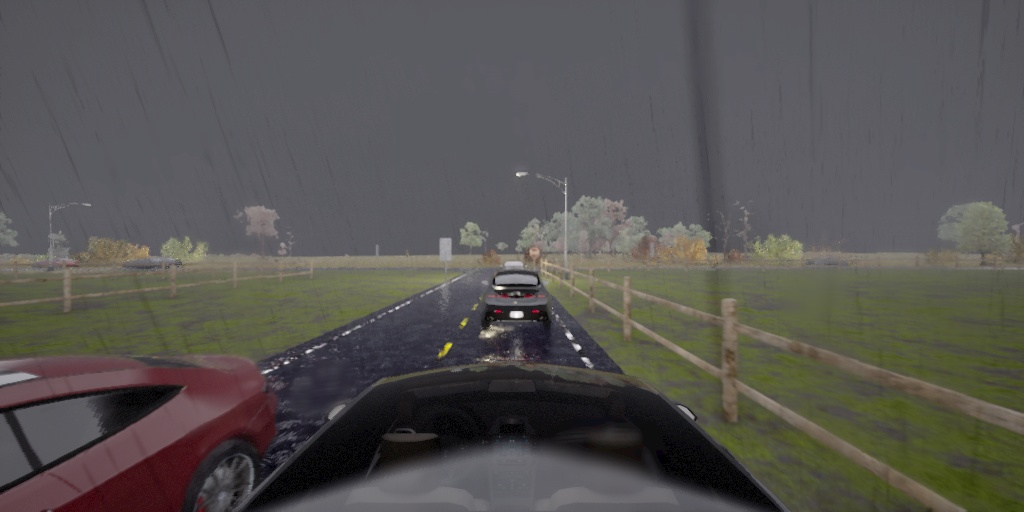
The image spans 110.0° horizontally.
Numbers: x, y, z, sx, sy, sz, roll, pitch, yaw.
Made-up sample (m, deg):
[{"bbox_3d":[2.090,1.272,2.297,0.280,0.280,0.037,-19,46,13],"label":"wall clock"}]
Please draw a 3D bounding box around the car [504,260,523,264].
[{"bbox_3d":[0.132,0.999,26.484,2.033,1.411,5.357,0,1,0],"label":"car"}]

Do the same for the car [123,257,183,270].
[{"bbox_3d":[-42.225,0.924,42.100,5.357,1.411,2.033,0,1,1],"label":"car"}]

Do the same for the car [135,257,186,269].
[{"bbox_3d":[-44.054,0.871,44.952,4.674,1.442,1.812,0,1,1],"label":"car"}]

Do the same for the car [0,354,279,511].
[{"bbox_3d":[-2.850,1.282,1.166,1.812,1.442,4.674,0,1,0],"label":"car"}]

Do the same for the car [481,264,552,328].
[{"bbox_3d":[0.112,1.142,10.933,1.837,1.490,4.892,0,0,0],"label":"car"}]

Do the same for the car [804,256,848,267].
[{"bbox_3d":[38.665,0.727,44.229,4.181,1.385,1.994,0,1,1],"label":"car"}]
